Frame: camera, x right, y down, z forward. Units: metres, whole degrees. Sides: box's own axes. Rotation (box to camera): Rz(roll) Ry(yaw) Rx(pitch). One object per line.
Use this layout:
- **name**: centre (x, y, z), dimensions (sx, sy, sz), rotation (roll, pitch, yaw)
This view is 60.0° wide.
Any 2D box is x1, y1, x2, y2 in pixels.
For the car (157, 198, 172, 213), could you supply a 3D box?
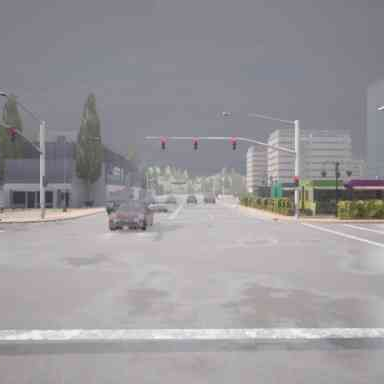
- **car**: centre (-3.609, 1.600, 36.784), dimensions (1.895, 1.301, 4.718), rotation (0, 0, 0)

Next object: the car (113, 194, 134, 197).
- **car**: centre (-7.108, 1.221, 34.021), dimensions (2.150, 2.045, 5.566), rotation (0, 0, 0)

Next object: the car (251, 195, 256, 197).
- **car**: centre (17.770, 1.155, 83.939), dimensions (3.866, 1.878, 1.905), rotation (0, 0, -2)

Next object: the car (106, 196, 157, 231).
- **car**: centre (-3.604, 1.351, 20.325), dimensions (2.097, 1.767, 4.553), rotation (0, 0, 0)

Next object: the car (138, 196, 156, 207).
- **car**: centre (-7.103, 1.490, 53.184), dimensions (2.128, 1.511, 4.902), rotation (0, 0, 0)

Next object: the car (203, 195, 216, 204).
- **car**: centre (3.486, 1.491, 63.663), dimensions (2.128, 1.511, 4.902), rotation (0, 0, 0)

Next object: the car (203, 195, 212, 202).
- **car**: centre (3.484, 1.396, 73.938), dimensions (1.812, 1.442, 4.674), rotation (0, 0, 0)

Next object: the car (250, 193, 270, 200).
- **car**: centre (17.750, 1.152, 86.834), dimensions (4.605, 1.855, 1.932), rotation (0, 0, -2)

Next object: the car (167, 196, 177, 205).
- **car**: centre (-3.591, 1.505, 58.090), dimensions (1.837, 1.490, 4.892), rotation (0, 0, 0)

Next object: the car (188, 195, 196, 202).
- **car**: centre (-0.016, 1.372, 73.936), dimensions (1.837, 1.490, 4.892), rotation (0, 0, 0)

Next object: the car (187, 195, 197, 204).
- **car**: centre (-0.014, 1.491, 63.662), dimensions (2.128, 1.511, 4.902), rotation (0, 0, 0)
